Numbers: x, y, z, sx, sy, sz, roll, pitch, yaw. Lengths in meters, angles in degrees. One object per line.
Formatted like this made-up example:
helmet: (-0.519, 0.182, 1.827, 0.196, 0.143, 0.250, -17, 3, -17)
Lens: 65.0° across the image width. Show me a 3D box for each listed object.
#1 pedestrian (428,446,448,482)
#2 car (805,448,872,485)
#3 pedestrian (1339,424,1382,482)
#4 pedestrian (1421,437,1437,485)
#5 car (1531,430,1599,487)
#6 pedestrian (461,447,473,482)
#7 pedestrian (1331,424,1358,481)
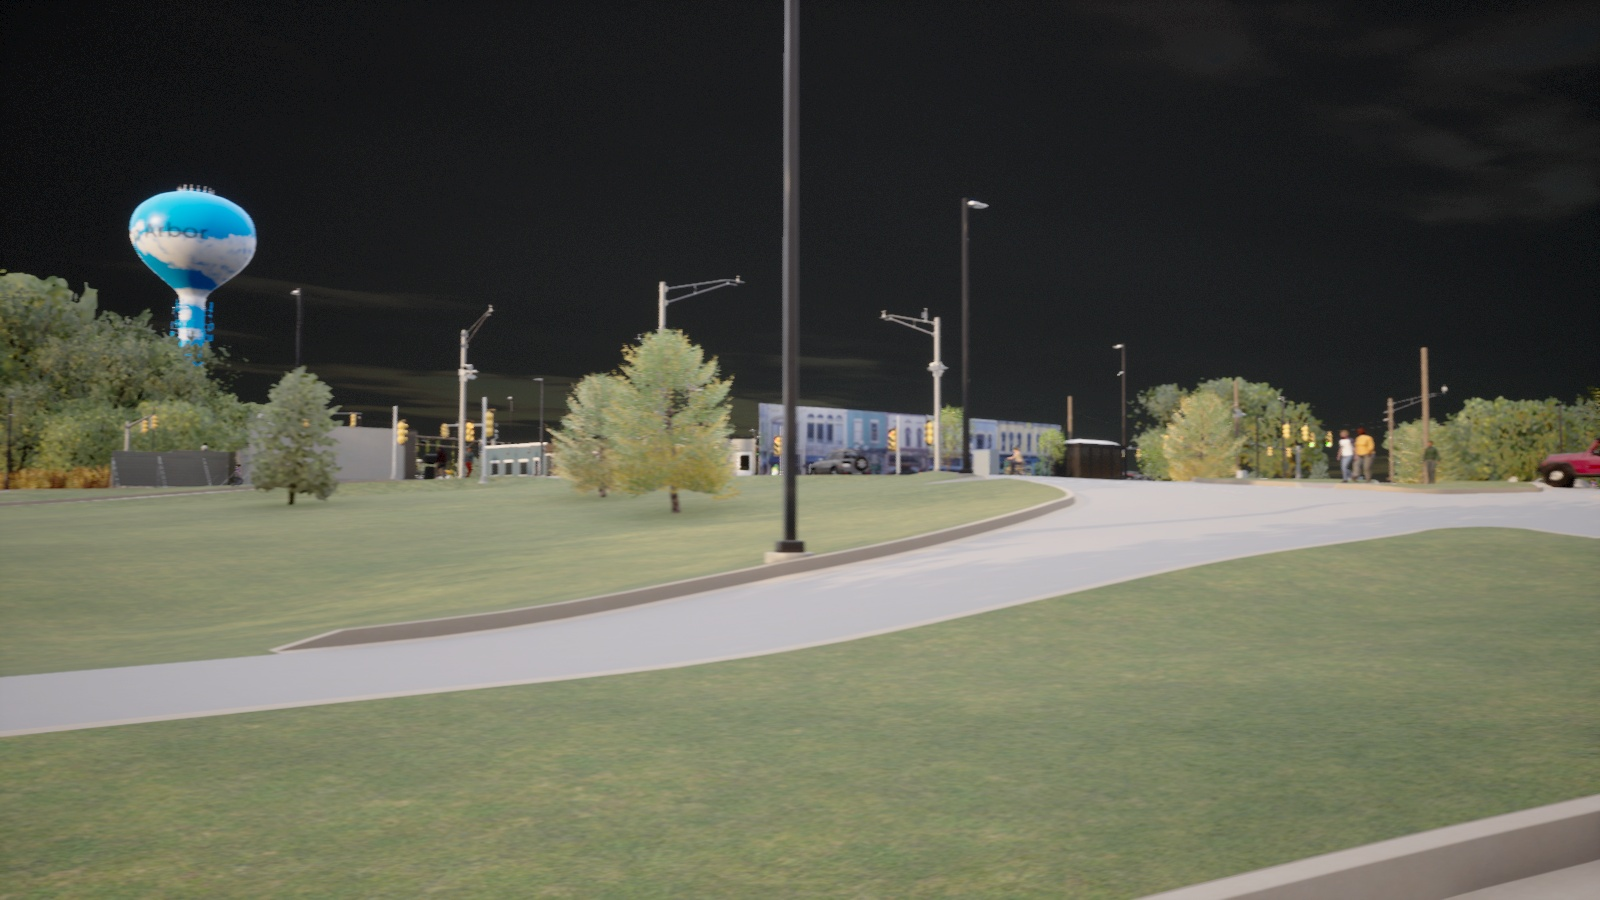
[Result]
pedestrian: (-18.948, 0.746, 65.743, 0.899, 1.844, 0.634, -3, -4, 41)
car: (2.055, 0.909, 68.581, 1.932, 1.855, 4.605, 0, -3, -22)
pedestrian: (18.516, 0.096, 41.468, 0.900, 1.855, 0.874, 2, -4, -27)
pedestrian: (24.639, 0.430, 49.222, 0.353, 1.847, 0.614, -3, -4, 44)
car: (27.276, 0.312, 42.827, 3.866, 1.878, 1.905, 0, -3, 36)
pedestrian: (-17.887, 0.800, 67.404, 0.614, 1.847, 0.353, -3, -4, 44)
pedestrian: (17.923, 0.089, 41.313, 0.706, 1.836, 0.354, 1, -3, -18)
